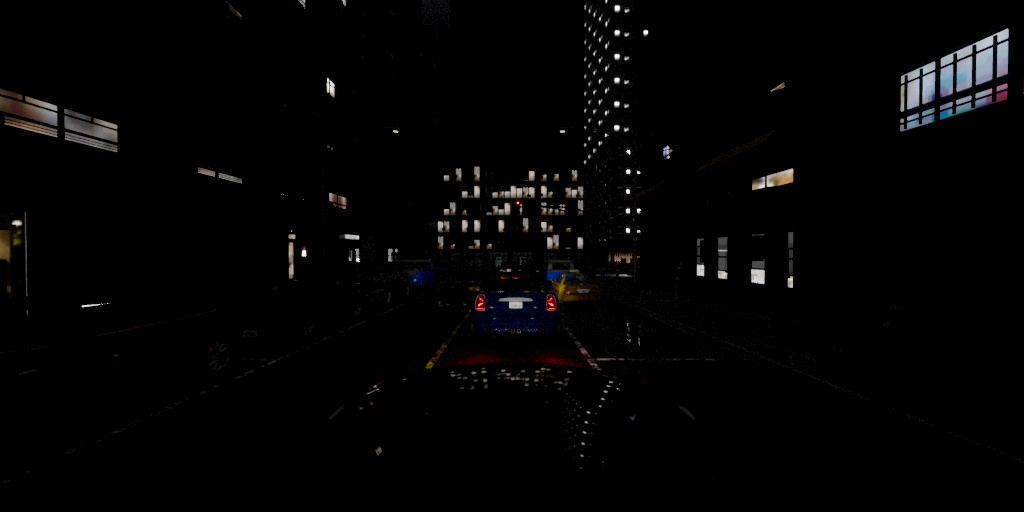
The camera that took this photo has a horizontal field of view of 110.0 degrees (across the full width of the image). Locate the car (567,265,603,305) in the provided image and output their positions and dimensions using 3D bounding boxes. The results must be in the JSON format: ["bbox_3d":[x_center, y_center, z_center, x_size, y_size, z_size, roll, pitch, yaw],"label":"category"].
[{"bbox_3d":[2.690,1.272,15.716,1.751,1.417,4.829,0,0,0],"label":"car"}]

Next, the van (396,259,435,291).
[{"bbox_3d":[-5.692,1.086,21.176,1.690,1.789,3.998,0,0,0],"label":"van"}]

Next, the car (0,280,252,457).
[{"bbox_3d":[-5.691,1.189,4.371,1.967,1.591,4.097,0,0,0],"label":"car"}]

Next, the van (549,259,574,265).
[{"bbox_3d":[2.689,1.086,21.148,1.690,1.789,3.998,0,0,0],"label":"van"}]

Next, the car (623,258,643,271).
[{"bbox_3d":[15.232,1.087,40.487,5.009,1.841,2.192,0,0,0],"label":"car"}]

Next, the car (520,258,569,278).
[{"bbox_3d":[3.054,1.141,34.756,4.553,1.767,2.097,0,1,0],"label":"car"}]

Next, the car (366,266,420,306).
[{"bbox_3d":[-5.691,1.297,15.574,2.007,1.370,4.403,0,0,0],"label":"car"}]

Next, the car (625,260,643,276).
[{"bbox_3d":[14.674,1.369,37.890,4.181,1.385,1.994,0,1,0],"label":"car"}]

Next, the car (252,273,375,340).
[{"bbox_3d":[-5.691,1.314,9.972,1.948,1.339,4.313,0,0,0],"label":"car"}]

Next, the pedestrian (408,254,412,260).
[{"bbox_3d":[-12.394,0.635,43.577,0.375,1.860,0.375,0,1,0],"label":"pedestrian"}]

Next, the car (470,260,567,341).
[{"bbox_3d":[0.085,1.100,10.014,2.097,1.767,4.553,0,0,0],"label":"car"}]
